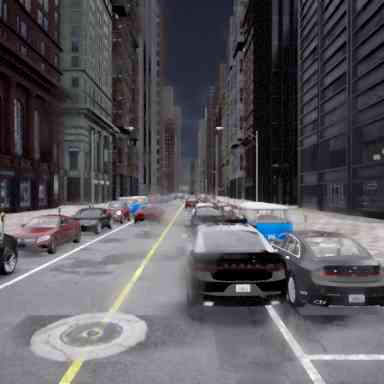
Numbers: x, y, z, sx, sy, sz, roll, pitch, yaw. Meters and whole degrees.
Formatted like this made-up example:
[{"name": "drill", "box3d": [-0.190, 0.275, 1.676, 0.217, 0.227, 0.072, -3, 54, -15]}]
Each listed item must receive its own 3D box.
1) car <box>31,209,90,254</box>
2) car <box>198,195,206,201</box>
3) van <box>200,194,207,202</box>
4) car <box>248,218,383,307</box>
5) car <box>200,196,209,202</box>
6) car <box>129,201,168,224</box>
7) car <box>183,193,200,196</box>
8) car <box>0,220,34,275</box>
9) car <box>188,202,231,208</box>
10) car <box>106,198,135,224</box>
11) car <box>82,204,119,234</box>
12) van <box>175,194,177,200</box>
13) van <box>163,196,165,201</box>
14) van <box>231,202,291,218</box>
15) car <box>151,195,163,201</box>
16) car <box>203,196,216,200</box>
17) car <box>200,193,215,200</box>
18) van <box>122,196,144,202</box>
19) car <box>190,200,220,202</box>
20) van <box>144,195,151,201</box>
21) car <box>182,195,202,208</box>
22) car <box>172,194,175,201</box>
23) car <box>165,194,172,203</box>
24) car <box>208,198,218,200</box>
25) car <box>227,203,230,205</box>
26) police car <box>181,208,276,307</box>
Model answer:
[{"name": "car", "box3d": [-5.760, 1.584, 13.378, 1.802, 1.307, 4.206, 0, 0, 0]}, {"name": "car", "box3d": [2.786, 1.534, 92.300, 1.967, 1.590, 4.097, 0, 0, 0]}, {"name": "van", "box3d": [2.783, 1.416, 81.027, 1.690, 1.788, 3.998, 0, 0, 0]}, {"name": "car", "box3d": [2.763, 1.551, 7.756, 2.008, 1.369, 4.403, 0, 0, 0]}, {"name": "car", "box3d": [2.782, 1.591, 75.561, 1.752, 1.417, 4.829, 0, 0, 0]}, {"name": "car", "box3d": [-3.094, 1.608, 24.686, 1.895, 1.301, 4.718, 0, 0, 0]}, {"name": "car", "box3d": [0.017, 1.393, 59.187, 2.097, 1.767, 4.553, 0, 0, 0]}, {"name": "car", "box3d": [-5.762, 1.566, 7.741, 1.947, 1.339, 4.313, 0, 0, 0]}, {"name": "car", "box3d": [0.843, 1.510, 18.142, 1.837, 1.490, 4.892, 0, 0, 0]}, {"name": "car", "box3d": [-5.757, 1.448, 24.652, 1.967, 1.590, 4.097, 0, 0, 0]}, {"name": "car", "box3d": [-5.759, 1.570, 19.015, 1.947, 1.339, 4.313, 0, 0, 0]}, {"name": "van", "box3d": [-5.739, 1.435, 92.291, 1.690, 1.788, 3.998, 0, 0, 0]}, {"name": "van", "box3d": [-5.750, 1.374, 52.833, 1.690, 1.788, 3.998, 0, 0, 0]}, {"name": "van", "box3d": [2.765, 1.343, 13.392, 1.690, 1.788, 3.998, 0, 0, 0]}, {"name": "car", "box3d": [-5.751, 1.342, 47.197, 2.192, 1.841, 5.009, 0, 0, 0]}, {"name": "car", "box3d": [2.773, 1.566, 41.573, 1.887, 1.381, 4.507, 0, 0, 0]}, {"name": "car", "box3d": [2.775, 1.348, 52.846, 2.192, 1.841, 5.009, 0, 0, 0]}, {"name": "van", "box3d": [-5.756, 1.353, 30.288, 1.690, 1.788, 3.998, 0, 0, 0]}, {"name": "car", "box3d": [0.907, 1.533, 24.142, 1.812, 1.442, 4.674, 0, 0, 0]}, {"name": "van", "box3d": [-5.754, 1.357, 35.924, 1.690, 1.788, 3.998, 0, 0, 0]}, {"name": "car", "box3d": [0.025, 1.503, 45.693, 1.882, 1.535, 5.008, 0, 0, 0]}, {"name": "car", "box3d": [-5.742, 1.640, 81.017, 1.947, 1.339, 4.313, 0, 0, 0]}, {"name": "car", "box3d": [-5.745, 1.601, 69.744, 1.887, 1.381, 4.507, 0, 0, 0]}, {"name": "car", "box3d": [2.769, 1.562, 30.301, 2.008, 1.369, 4.403, 0, 0, 0]}, {"name": "car", "box3d": [2.766, 1.555, 19.029, 2.008, 1.369, 4.403, 0, 0, 0]}, {"name": "police car", "box3d": [0.779, 1.427, 8.225, 1.930, 1.638, 5.238, 0, 0, -2]}]
